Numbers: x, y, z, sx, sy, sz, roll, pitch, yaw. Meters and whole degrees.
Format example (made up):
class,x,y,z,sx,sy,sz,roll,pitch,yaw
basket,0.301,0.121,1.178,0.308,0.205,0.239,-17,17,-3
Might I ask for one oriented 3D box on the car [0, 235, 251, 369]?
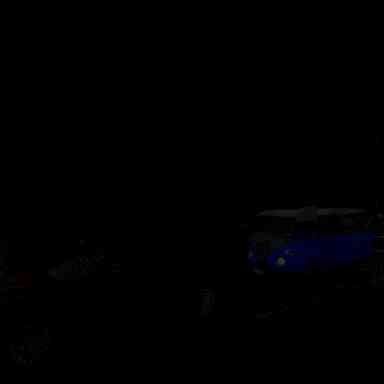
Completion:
class,x,y,z,sx,sy,sz,roll,pitch,yaw
car,-1.322,1.544,5.709,4.507,1.381,1.887,0,0,-36

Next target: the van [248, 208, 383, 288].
class,x,y,z,sx,sy,sz,roll,pitch,yaw
van,3.267,1.339,8.983,3.998,1.788,1.690,0,0,-36
